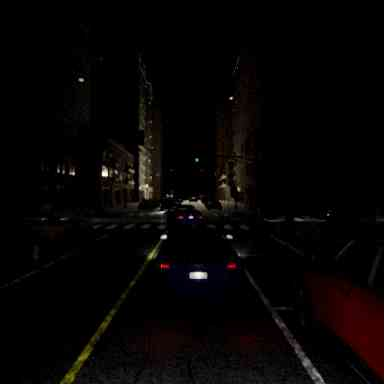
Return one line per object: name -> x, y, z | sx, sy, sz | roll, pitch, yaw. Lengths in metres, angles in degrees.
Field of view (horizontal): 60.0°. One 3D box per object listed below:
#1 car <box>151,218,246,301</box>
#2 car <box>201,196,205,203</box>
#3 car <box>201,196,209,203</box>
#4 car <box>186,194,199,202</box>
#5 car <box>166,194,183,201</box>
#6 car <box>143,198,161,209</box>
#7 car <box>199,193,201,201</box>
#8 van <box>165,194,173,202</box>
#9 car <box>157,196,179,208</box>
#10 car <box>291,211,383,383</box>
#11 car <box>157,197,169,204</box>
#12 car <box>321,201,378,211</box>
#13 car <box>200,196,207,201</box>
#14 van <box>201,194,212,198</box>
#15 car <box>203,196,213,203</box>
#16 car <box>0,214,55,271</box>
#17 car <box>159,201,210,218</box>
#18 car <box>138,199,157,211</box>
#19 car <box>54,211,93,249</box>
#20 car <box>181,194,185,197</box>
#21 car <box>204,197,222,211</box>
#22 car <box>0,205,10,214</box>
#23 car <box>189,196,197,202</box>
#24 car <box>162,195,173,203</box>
car -> 0.122, 1.577, 8.401 | 1.994, 1.385, 4.181 | 0, 0, 0
car -> 2.870, 1.664, 53.283 | 1.802, 1.307, 4.206 | 1, 0, 0
car -> 2.955, 1.705, 75.976 | 1.802, 1.307, 4.206 | 1, 0, 0
car -> 0.275, 1.655, 71.291 | 2.033, 1.411, 5.357 | 0, 0, 0
car -> -2.901, 1.557, 51.576 | 1.882, 1.535, 5.008 | 0, 0, 1
car -> -5.676, 1.617, 47.650 | 1.887, 1.381, 4.507 | 1, 0, 0
car -> 2.916, 1.417, 64.630 | 2.192, 1.841, 5.009 | 1, 0, 0
van -> -5.547, 1.474, 81.688 | 1.690, 1.788, 3.998 | 1, 0, 0
car -> -2.992, 1.611, 41.612 | 2.033, 1.411, 5.357 | 0, 0, -3
car -> 2.688, 1.321, 3.669 | 2.192, 1.841, 5.009 | 1, 0, 0
car -> -5.613, 1.683, 64.669 | 1.802, 1.307, 4.206 | 1, 0, 0
car -> 13.696, 1.540, 29.100 | 4.553, 1.767, 2.097 | 0, -1, 1
car -> 2.998, 1.710, 87.323 | 1.947, 1.339, 4.313 | 1, 0, 0
van -> 2.894, 1.433, 58.957 | 1.690, 1.788, 3.998 | 1, 0, 0
car -> 2.849, 1.655, 47.610 | 1.802, 1.307, 4.206 | 1, 0, 0
car -> -5.819, 1.559, 9.333 | 1.887, 1.381, 4.507 | 1, 0, 0
car -> -0.681, 1.567, 22.612 | 2.033, 1.411, 5.357 | 0, 0, -14
car -> -5.697, 1.608, 41.977 | 1.887, 1.381, 4.507 | 1, 0, 0
car -> -5.799, 1.547, 14.788 | 1.752, 1.417, 4.829 | 1, 0, 0
car -> -2.819, 1.448, 61.607 | 2.097, 1.767, 4.553 | 0, 0, 1
car -> 2.828, 1.646, 41.936 | 1.802, 1.307, 4.206 | 1, 0, 0
car -> -16.692, 1.374, 26.181 | 4.902, 1.511, 2.128 | 1, -1, 1
car -> 0.303, 1.730, 81.990 | 1.895, 1.301, 4.718 | 0, 0, 0
car -> -5.569, 1.563, 76.015 | 1.967, 1.590, 4.097 | 1, 0, 0
